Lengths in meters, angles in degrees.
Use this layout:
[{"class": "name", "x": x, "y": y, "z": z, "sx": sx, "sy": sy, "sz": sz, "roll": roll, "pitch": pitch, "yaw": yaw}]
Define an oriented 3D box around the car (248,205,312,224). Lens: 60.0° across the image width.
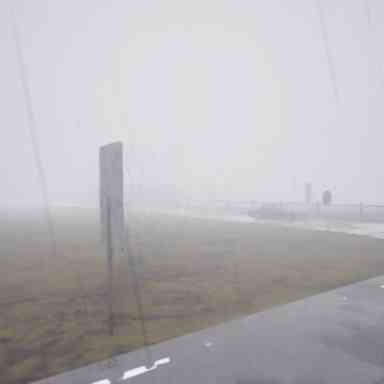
[{"class": "car", "x": 6.493, "y": 1.614, "z": 24.921, "sx": 1.895, "sy": 1.301, "sz": 4.718, "roll": -1, "pitch": 0, "yaw": -36}]
